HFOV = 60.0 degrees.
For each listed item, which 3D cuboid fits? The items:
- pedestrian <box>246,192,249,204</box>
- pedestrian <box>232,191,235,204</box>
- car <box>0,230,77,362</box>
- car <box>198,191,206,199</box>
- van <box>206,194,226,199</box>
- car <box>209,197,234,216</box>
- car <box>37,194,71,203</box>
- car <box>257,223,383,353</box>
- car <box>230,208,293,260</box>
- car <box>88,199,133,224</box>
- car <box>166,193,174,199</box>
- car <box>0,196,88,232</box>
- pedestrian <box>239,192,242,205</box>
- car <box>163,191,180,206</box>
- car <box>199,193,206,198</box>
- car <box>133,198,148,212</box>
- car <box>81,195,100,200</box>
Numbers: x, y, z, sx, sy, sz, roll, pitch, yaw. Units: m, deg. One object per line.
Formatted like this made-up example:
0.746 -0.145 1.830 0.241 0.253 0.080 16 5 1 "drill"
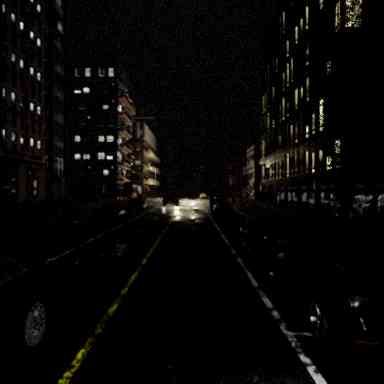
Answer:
8.162 0.920 49.227 0.375 1.860 0.375 0 0 0 "pedestrian"
6.162 0.808 49.828 0.375 1.860 0.375 0 0 0 "pedestrian"
-3.099 1.467 3.294 2.128 1.511 4.902 0 0 0 "car"
2.735 1.026 79.498 1.752 1.417 4.829 0 0 0 "car"
2.680 1.106 34.540 1.690 1.788 3.998 0 0 0 "van"
2.676 1.384 28.853 1.802 1.307 4.206 0 0 0 "car"
-22.929 1.094 55.353 4.829 1.417 1.752 0 0 0 "car"
2.664 1.522 6.096 1.947 1.339 4.313 0 0 0 "car"
2.667 1.482 11.786 1.947 1.339 4.313 0 0 0 "car"
-5.674 1.385 23.195 1.887 1.381 4.507 0 0 0 "car"
-5.643 0.999 84.700 1.752 1.417 4.829 0 0 0 "car"
-5.679 1.232 11.815 2.192 1.841 5.009 0 0 0 "car"
7.161 0.955 48.628 0.375 1.860 0.375 0 0 0 "pedestrian"
-2.974 0.997 47.968 2.150 2.045 5.566 0 0 0 "car"
2.741 1.025 90.406 1.802 1.307 4.206 0 0 0 "car"
-5.668 1.332 34.572 1.947 1.339 4.313 0 0 0 "car"
-17.436 1.161 55.363 4.206 1.307 1.802 0 0 0 "car"
